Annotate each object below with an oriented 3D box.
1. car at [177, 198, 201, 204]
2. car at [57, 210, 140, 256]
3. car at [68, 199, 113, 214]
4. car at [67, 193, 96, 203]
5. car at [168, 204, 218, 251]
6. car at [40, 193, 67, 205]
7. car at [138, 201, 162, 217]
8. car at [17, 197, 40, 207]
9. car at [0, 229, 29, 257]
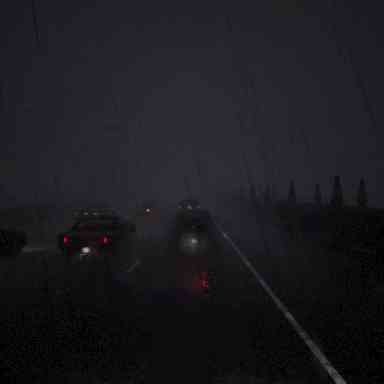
[{"bbox_3d":[-0.283,1.319,29.609,2.097,1.767,4.553,0,0,-1],"label":"car"},{"bbox_3d":[-3.449,1.586,13.037,1.895,1.301,4.718,0,0,0],"label":"car"},{"bbox_3d":[-7.172,1.520,24.882,2.033,1.411,5.357,0,0,-1],"label":"car"},{"bbox_3d":[-14.924,1.173,46.164,2.150,2.045,5.566,0,0,-1],"label":"car"},{"bbox_3d":[0.040,1.490,14.114,1.837,1.490,4.892,0,0,0],"label":"car"},{"bbox_3d":[-18.422,1.173,46.101,2.150,2.045,5.566,0,0,-1],"label":"car"},{"bbox_3d":[-3.802,1.530,30.378,1.994,1.385,4.181,0,0,-1],"label":"car"},{"bbox_3d":[-21.902,1.428,45.284,1.882,1.535,5.008,0,0,-1],"label":"car"},{"bbox_3d":[-6.948,1.537,9.801,2.033,1.411,5.357,0,0,0],"label":"car"}]
